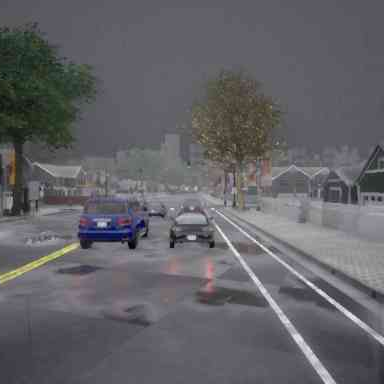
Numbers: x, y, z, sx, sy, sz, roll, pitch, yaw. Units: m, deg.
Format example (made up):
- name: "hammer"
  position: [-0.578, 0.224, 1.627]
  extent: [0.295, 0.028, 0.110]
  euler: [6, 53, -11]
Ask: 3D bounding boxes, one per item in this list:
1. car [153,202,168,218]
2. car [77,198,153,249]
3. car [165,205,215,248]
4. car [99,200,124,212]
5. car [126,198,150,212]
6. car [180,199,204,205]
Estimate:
- name: "car"
  position: [-3.249, 1.565, 29.651]
  extent: [1.994, 1.385, 4.181]
  euler: [0, 0, 0]
- name: "car"
  position: [-3.250, 1.254, 14.680]
  extent: [2.150, 2.045, 5.566]
  euler: [0, 0, 0]
- name: "car"
  position: [0.000, 1.529, 14.651]
  extent: [1.812, 1.442, 4.674]
  euler: [0, 0, 0]
- name: "car"
  position: [-9.749, 1.643, 40.621]
  extent: [1.895, 1.301, 4.718]
  euler: [0, 0, 0]
- name: "car"
  position: [-6.499, 1.509, 40.651]
  extent: [2.128, 1.511, 4.902]
  euler: [0, 0, 0]
- name: "car"
  position: [0.001, 1.359, 29.621]
  extent: [2.097, 1.767, 4.553]
  euler: [0, 0, 0]
